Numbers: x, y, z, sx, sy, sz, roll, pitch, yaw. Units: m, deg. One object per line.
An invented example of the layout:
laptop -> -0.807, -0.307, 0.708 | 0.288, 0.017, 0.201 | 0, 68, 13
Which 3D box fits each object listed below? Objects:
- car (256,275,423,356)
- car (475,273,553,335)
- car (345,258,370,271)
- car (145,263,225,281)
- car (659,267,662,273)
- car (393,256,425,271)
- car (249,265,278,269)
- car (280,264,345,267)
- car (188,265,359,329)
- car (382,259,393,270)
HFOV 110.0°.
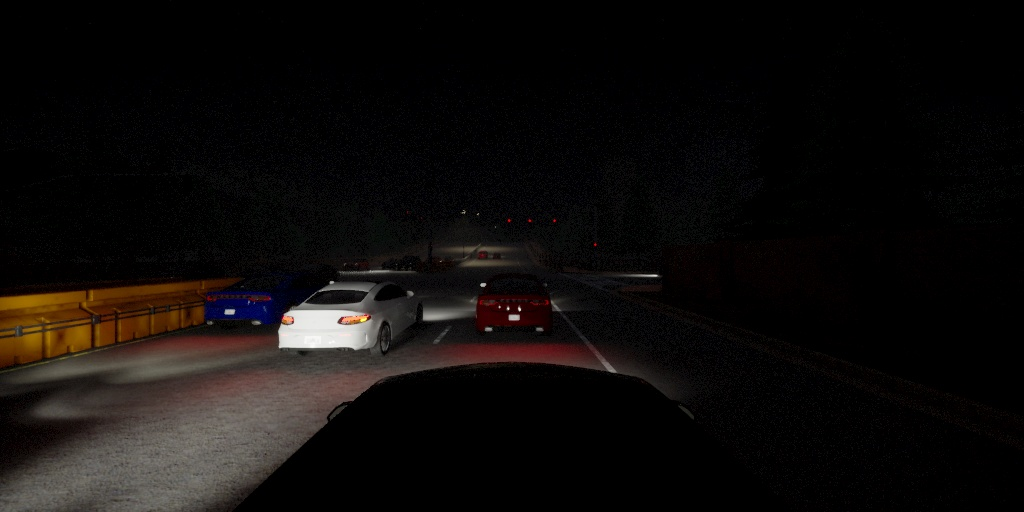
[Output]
car -> -3.449, 1.276, 8.468 | 1.812, 1.442, 4.674 | 0, 0, -1
car -> 0.056, 1.228, 10.499 | 1.882, 1.535, 5.008 | 0, 0, 0
car -> -21.196, 1.102, 49.009 | 2.097, 1.767, 4.553 | 0, 0, 0
car -> -21.146, 1.255, 23.515 | 1.837, 1.490, 4.892 | 0, 0, 0
car -> 17.273, 1.314, 36.498 | 4.181, 1.385, 1.994 | 0, 0, 0
car -> -14.197, 0.967, 49.752 | 2.150, 2.045, 5.566 | 0, 1, 0
car -> -17.650, 1.314, 25.630 | 1.994, 1.385, 4.181 | 0, 0, 0
car -> -14.150, 1.276, 25.700 | 1.812, 1.442, 4.674 | 0, 0, 0
car -> -6.942, 1.228, 11.306 | 1.882, 1.535, 5.008 | 0, 0, 0
car -> -17.708, 1.241, 53.097 | 2.128, 1.511, 4.902 | 0, 0, 0
